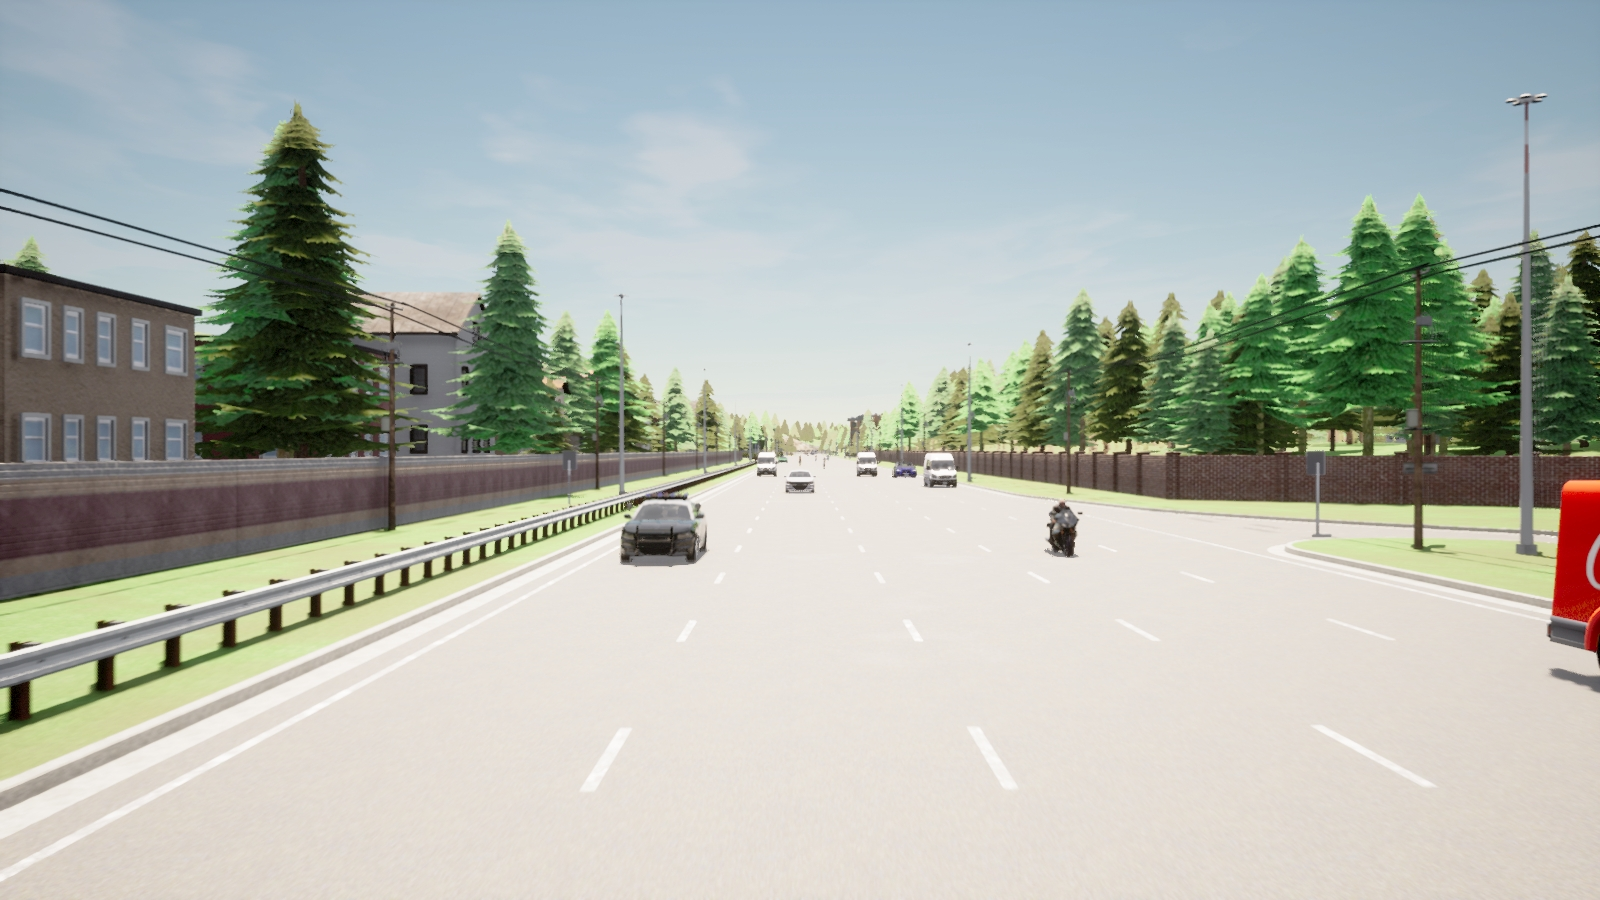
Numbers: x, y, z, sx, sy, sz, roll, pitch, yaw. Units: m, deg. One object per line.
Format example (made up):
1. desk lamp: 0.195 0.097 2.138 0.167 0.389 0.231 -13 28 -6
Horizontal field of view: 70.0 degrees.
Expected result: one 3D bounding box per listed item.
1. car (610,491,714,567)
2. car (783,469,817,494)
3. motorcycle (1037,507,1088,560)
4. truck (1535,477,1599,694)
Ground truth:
1. car: -3.501 1.982 29.940 2.097 1.638 5.238 0 0 0
2. car: -0.001 2.034 74.800 2.097 1.535 5.006 0 0 0
3. motorcycle: 7.000 2.205 30.557 0.867 1.251 2.209 0 0 0
4. truck: 10.500 1.568 11.673 2.627 2.467 5.204 0 0 0
